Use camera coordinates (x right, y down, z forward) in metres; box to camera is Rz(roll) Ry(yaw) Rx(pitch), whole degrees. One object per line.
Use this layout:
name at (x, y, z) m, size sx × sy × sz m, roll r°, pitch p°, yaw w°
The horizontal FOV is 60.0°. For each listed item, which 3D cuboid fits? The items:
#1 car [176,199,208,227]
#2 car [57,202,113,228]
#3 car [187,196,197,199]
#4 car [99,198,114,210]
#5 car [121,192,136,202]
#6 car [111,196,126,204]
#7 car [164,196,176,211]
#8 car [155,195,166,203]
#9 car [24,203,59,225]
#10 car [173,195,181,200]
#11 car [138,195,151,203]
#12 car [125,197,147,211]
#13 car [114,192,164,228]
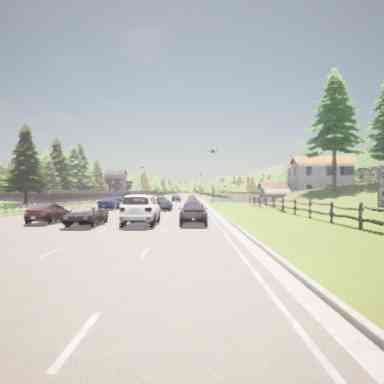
car at (0.106, 1.486, 22.977) m, size 2.128 × 1.511 × 4.902 m, roll 0°, pitch 0°, yaw 0°
car at (-6.896, 1.596, 22.000) m, size 1.895 × 1.301 × 4.718 m, roll 0°, pitch 0°, yaw 0°
car at (0.095, 1.517, 41.178) m, size 1.812 × 1.442 × 4.674 m, roll 0°, pitch 0°, yaw 0°
car at (-10.391, 1.469, 41.657) m, size 1.882 × 1.535 × 5.008 m, roll 0°, pitch 0°, yaw 0°
car at (-13.984, 1.042, 73.704) m, size 2.150 × 2.045 × 5.566 m, roll 0°, pitch 0°, yaw 0°
car at (-13.986, 1.513, 63.671) m, size 1.812 × 1.442 × 4.674 m, roll 0°, pitch 0°, yaw 0°
car at (-3.391, 1.555, 40.696) m, size 1.994 × 1.385 × 4.181 m, roll 0°, pitch 0°, yaw 0°
car at (-6.984, 1.510, 74.086) m, size 2.128 × 1.511 × 4.902 m, roll 0°, pitch 0°, yaw 0°
car at (-10.409, 1.521, 24.073) m, size 1.812 × 1.442 × 4.674 m, roll 0°, pitch 0°, yaw 0°
car at (-3.484, 1.340, 73.638) m, size 2.097 × 1.767 × 4.553 m, roll 0°, pitch 0°, yaw 0°
car at (-10.484, 1.510, 74.087) m, size 2.128 × 1.511 × 4.902 m, roll 0°, pitch 0°, yaw 0°
car at (-6.891, 1.469, 41.655) m, size 1.882 × 1.535 × 5.008 m, roll 0°, pitch 0°, yaw 0°
car at (-3.394, 1.216, 22.412) m, size 2.150 × 2.045 × 5.566 m, roll 0°, pitch 0°, yaw 0°
